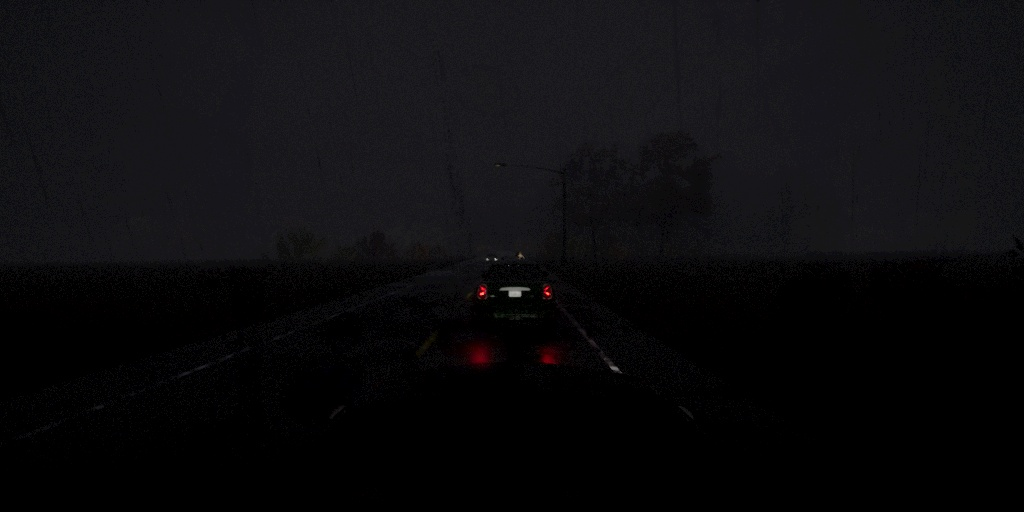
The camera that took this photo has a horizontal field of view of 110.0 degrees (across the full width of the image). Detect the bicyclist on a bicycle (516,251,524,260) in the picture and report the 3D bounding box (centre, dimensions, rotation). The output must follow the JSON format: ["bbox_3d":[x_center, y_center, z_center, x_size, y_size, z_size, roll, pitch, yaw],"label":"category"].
[{"bbox_3d":[0.803,0.399,35.313,0.866,1.612,1.509,0,1,-1],"label":"bicyclist on a bicycle"}]

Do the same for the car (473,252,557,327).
[{"bbox_3d":[0.059,0.889,10.773,2.097,1.767,4.553,0,1,0],"label":"car"}]
